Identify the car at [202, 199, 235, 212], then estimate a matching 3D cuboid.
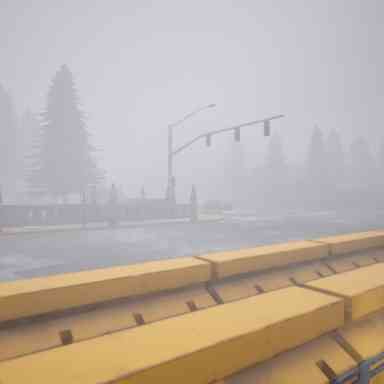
[{"bbox_3d":[3.090,1.564,39.517,1.994,1.385,4.181,0,0,-36],"label":"car"}]
